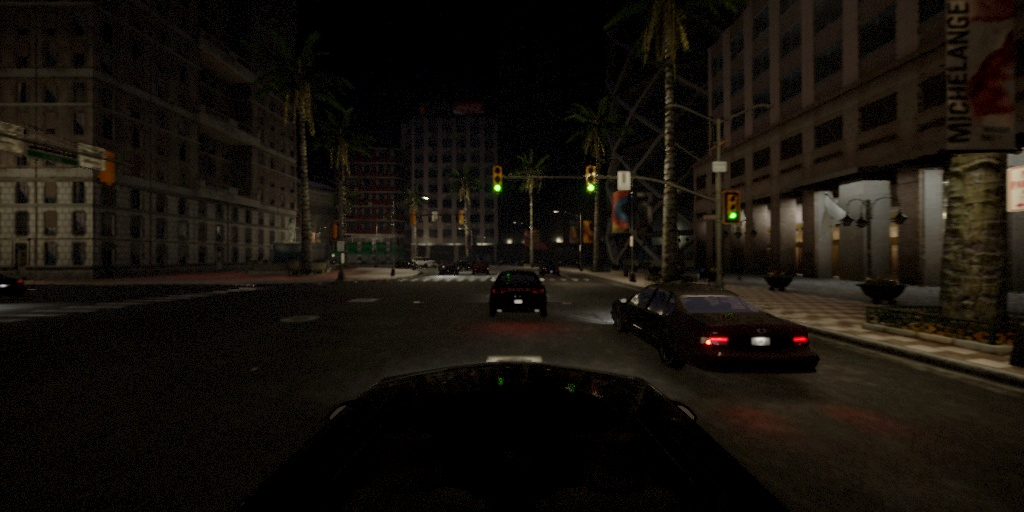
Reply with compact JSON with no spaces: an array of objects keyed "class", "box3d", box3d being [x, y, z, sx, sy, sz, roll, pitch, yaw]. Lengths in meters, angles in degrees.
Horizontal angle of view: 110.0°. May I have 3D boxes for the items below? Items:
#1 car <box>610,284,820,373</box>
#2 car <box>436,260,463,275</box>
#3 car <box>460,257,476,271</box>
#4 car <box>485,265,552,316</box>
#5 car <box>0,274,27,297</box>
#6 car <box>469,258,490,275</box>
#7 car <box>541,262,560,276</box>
[{"class":"car","box3d":[3.668,1.304,7.767,2.033,1.411,5.357,0,0,1]},{"class":"car","box3d":[-7.026,1.439,40.636,1.994,1.385,4.181,0,0,-4]},{"class":"car","box3d":[-6.209,1.121,52.825,2.150,2.045,5.566,0,1,-23]},{"class":"car","box3d":[0.218,1.259,13.494,1.882,1.535,5.008,0,0,1]},{"class":"car","box3d":[-26.890,1.427,17.584,4.181,1.385,1.994,0,0,1]},{"class":"car","box3d":[-3.565,1.345,41.164,1.882,1.535,5.008,0,0,-4]},{"class":"car","box3d":[3.865,1.365,37.908,1.812,1.442,4.674,0,0,-1]}]
